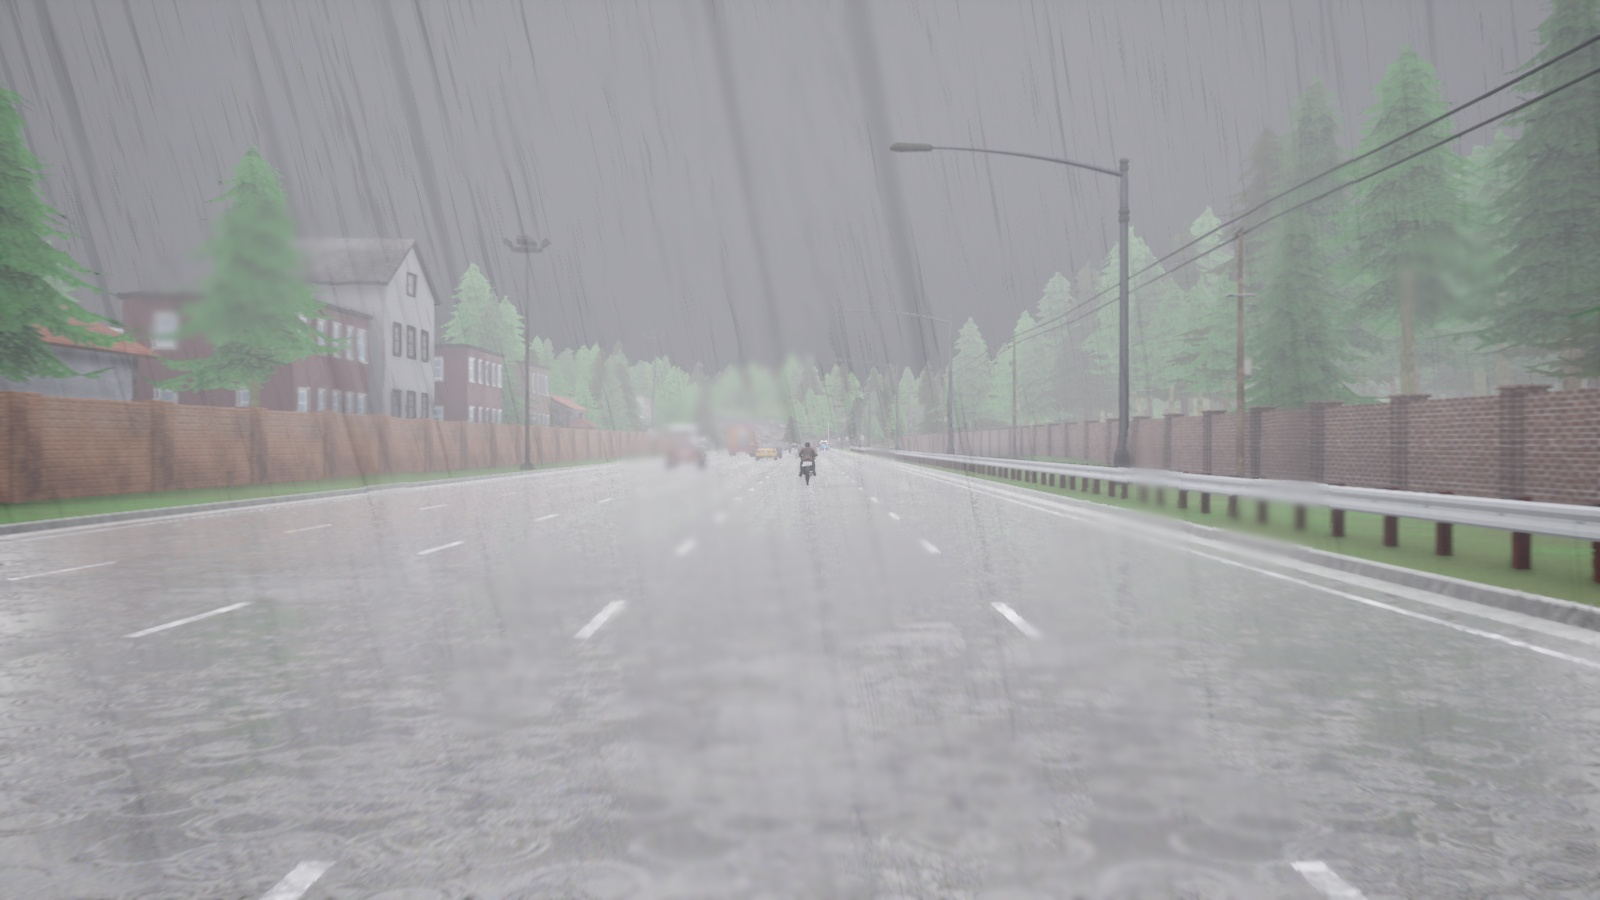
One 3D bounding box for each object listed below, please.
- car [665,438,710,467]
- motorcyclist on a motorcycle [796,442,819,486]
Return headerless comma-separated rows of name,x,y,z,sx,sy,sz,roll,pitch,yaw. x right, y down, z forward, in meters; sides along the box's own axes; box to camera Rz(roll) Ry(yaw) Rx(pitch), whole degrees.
car,-6.568,0.110,73.498,2.152,1.651,5.027,0,0,0
motorcyclist on a motorcycle,0.268,0.481,44.466,0.797,1.523,2.044,0,0,0
